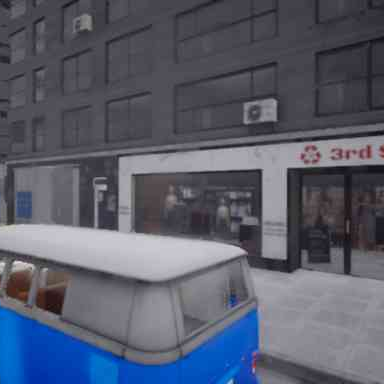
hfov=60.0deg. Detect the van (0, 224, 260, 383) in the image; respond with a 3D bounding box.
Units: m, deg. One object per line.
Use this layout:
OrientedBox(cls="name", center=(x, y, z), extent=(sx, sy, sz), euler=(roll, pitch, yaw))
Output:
OrientedBox(cls="van", center=(-1.252, 1.329, 3.702), extent=(3.998, 1.788, 1.690), euler=(0, 0, 35))
